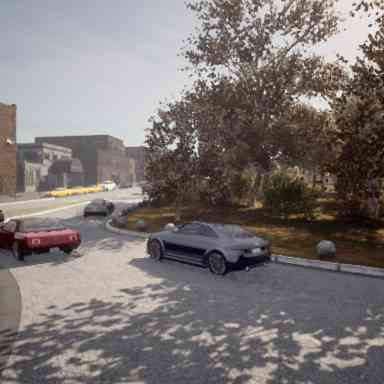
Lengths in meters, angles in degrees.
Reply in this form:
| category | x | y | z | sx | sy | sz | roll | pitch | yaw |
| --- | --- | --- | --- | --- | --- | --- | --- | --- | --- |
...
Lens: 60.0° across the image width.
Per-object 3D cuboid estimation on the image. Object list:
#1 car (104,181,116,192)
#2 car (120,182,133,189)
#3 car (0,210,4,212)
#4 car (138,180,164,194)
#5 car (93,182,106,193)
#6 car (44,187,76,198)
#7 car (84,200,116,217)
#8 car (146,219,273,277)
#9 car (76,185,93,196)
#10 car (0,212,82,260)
| category | x | y | z | sx | sy | sz | roll | pitch | yaw |
| --- | --- | --- | --- | --- | --- | --- | --- | --- | --- |
| car | -17.693 | -1.189 | 68.596 | 2.435 | 2.045 | 5.566 | 0 | 3 | 11 |
| car | -15.563 | -1.574 | 79.432 | 2.163 | 1.488 | 4.792 | 0 | 3 | 11 |
| car | -13.964 | 1.482 | 20.488 | 4.902 | 1.511 | 2.128 | 0 | 0 | 13 |
| car | -7.329 | -0.766 | 60.271 | 2.150 | 2.045 | 5.566 | 0 | 3 | 12 |
| car | -18.814 | -0.592 | 62.922 | 1.946 | 1.575 | 5.366 | 0 | 3 | 11 |
| car | -20.956 | 0.076 | 52.105 | 1.946 | 1.575 | 5.366 | 0 | 3 | 11 |
| car | -8.011 | 1.352 | 29.168 | 1.994 | 1.385 | 4.181 | 0 | 2 | -1 |
| car | 0.390 | 1.560 | 10.450 | 1.994 | 1.385 | 4.181 | 0 | 0 | -43 |
| car | -19.880 | -0.259 | 57.511 | 1.946 | 1.575 | 5.366 | 0 | 3 | 11 |
| car | -6.037 | 1.595 | 12.444 | 1.895 | 1.301 | 4.718 | 0 | 0 | -44 |
